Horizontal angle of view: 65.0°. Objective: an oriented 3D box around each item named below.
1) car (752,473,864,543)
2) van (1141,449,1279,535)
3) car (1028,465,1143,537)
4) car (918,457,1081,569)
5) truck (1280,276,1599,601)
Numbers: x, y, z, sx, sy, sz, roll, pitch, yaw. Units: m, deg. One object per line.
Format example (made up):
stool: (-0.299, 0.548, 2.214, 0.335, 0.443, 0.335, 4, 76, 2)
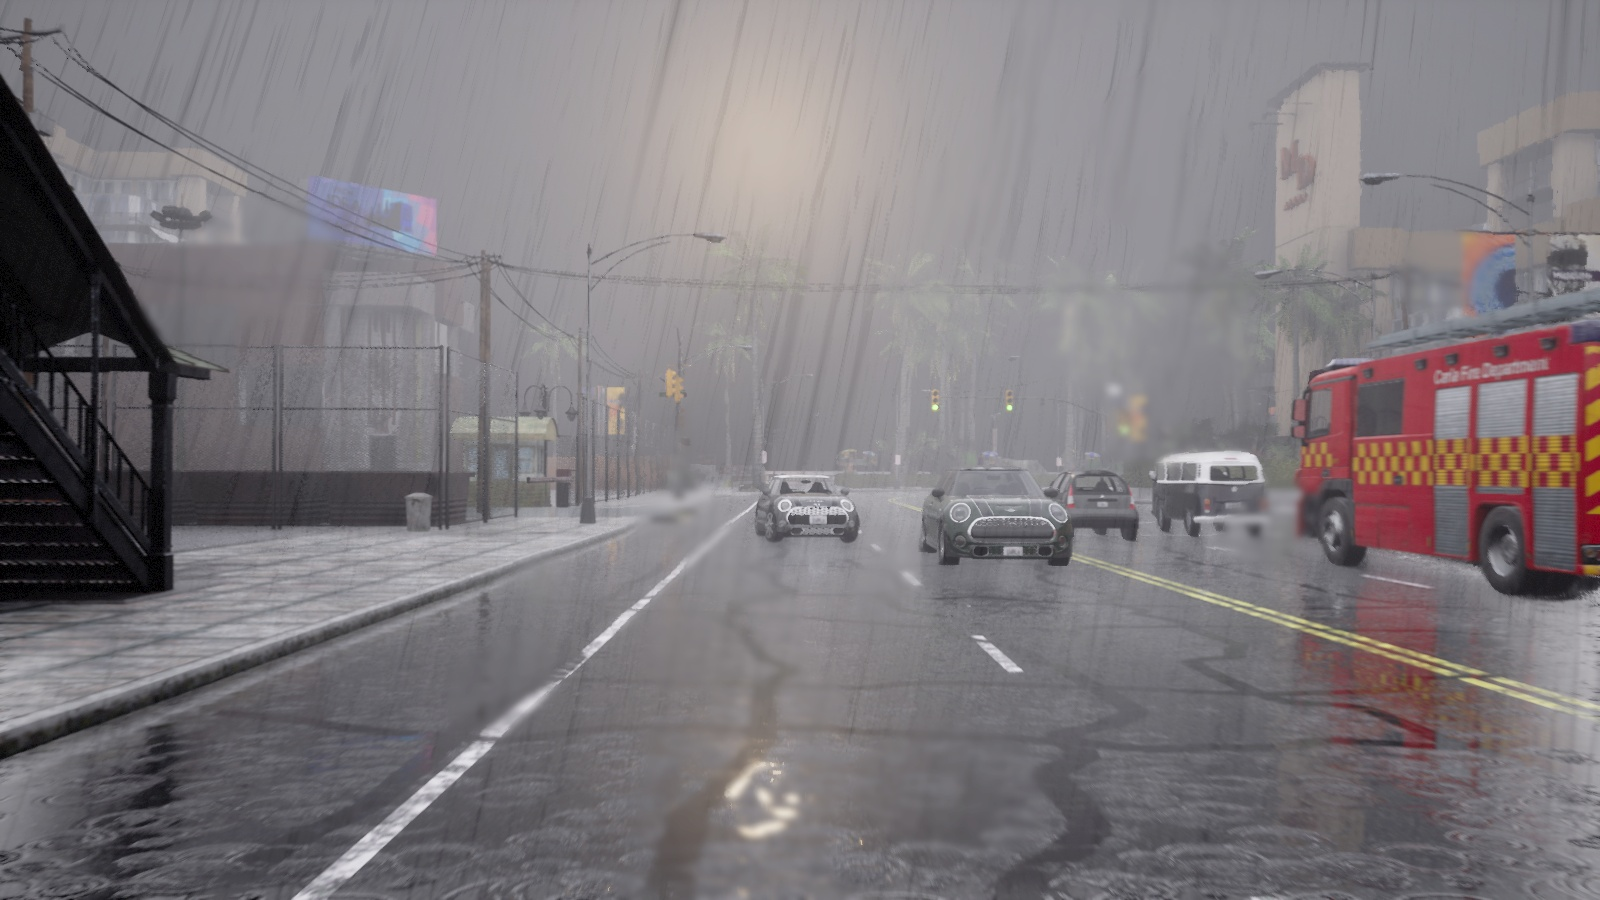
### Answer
car: (0.099, 1.258, 28.557, 1.970, 1.475, 3.806, 0, -1, -9)
van: (10.334, 1.032, 32.009, 2.069, 2.038, 4.480, 0, -1, 1)
car: (6.815, 1.193, 30.363, 1.851, 1.617, 3.988, 0, -1, 0)
car: (3.367, 1.029, 22.108, 2.097, 1.767, 4.553, 0, -1, 0)
truck: (10.383, -0.074, 19.039, 2.891, 3.827, 8.468, 0, -1, 0)
